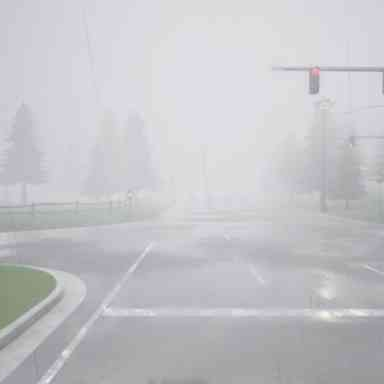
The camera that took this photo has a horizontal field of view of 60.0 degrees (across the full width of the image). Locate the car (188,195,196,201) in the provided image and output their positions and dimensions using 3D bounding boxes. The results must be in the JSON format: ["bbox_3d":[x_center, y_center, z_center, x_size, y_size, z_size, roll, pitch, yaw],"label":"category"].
[{"bbox_3d":[0.049,1.419,80.880,1.895,1.301,4.718,0,0,0],"label":"car"}]

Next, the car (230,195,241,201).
[{"bbox_3d":[10.549,1.419,80.874,1.895,1.301,4.718,0,0,0],"label":"car"}]

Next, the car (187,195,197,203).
[{"bbox_3d":[0.042,1.509,70.430,2.128,1.511,4.902,0,0,0],"label":"car"}]

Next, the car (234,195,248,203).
[{"bbox_3d":[10.542,1.524,70.424,2.033,1.411,5.357,0,0,0],"label":"car"}]

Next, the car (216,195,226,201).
[{"bbox_3d":[7.049,1.419,80.876,1.895,1.301,4.718,0,0,0],"label":"car"}]

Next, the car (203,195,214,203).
[{"bbox_3d":[3.542,1.462,70.428,1.882,1.535,5.008,0,0,0],"label":"car"}]

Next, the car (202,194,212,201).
[{"bbox_3d":[3.549,1.349,80.848,2.128,1.511,4.902,0,0,0],"label":"car"}]

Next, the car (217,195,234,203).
[{"bbox_3d":[7.042,1.509,70.426,2.128,1.511,4.902,0,0,0],"label":"car"}]
